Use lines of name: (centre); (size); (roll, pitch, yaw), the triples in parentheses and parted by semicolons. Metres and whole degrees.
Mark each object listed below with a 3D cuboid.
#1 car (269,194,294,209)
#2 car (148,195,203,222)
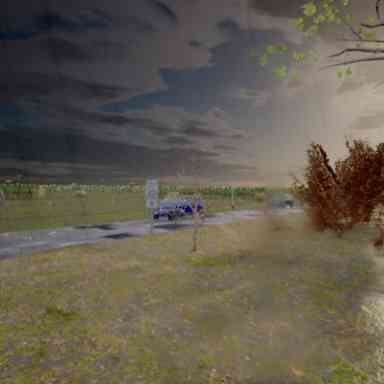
car: (12.614, 1.323, 47.061); (2.150, 2.045, 5.566); (0, 0, 36)
car: (-1.226, 1.254, 27.649); (2.150, 2.045, 5.566); (0, 0, 35)
